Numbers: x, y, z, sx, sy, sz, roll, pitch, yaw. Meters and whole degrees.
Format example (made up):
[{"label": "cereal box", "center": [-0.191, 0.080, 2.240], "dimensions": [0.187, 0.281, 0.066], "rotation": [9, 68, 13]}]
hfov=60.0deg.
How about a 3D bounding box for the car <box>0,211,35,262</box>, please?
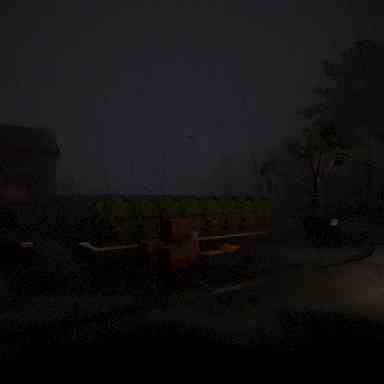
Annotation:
[{"label": "car", "center": [-6.443, 1.356, 10.801], "dimensions": [2.033, 1.415, 5.357], "rotation": [0, 0, -33]}]
